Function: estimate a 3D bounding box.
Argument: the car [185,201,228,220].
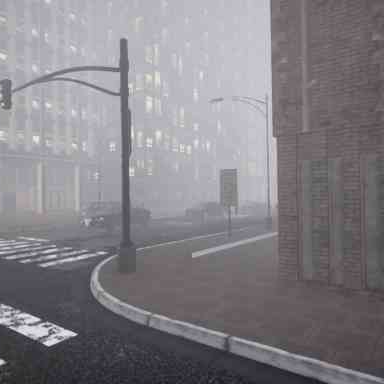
[{"bbox_3d":[1.319,1.563,29.206,1.882,1.535,5.008,-1,-1,36],"label":"car"}]

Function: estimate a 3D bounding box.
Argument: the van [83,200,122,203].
[{"bbox_3d":[-5.985,1.460,23.474,1.690,1.788,3.998,-2,-1,36],"label":"van"}]

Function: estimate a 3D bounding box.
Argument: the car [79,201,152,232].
[{"bbox_3d":[-4.609,1.558,20.959,2.128,1.511,4.902,-1,-1,34],"label":"car"}]

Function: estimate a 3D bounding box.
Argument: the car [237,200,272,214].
[{"bbox_3d":[7.273,1.707,37.494,1.895,1.301,4.718,-1,-1,36],"label":"car"}]
